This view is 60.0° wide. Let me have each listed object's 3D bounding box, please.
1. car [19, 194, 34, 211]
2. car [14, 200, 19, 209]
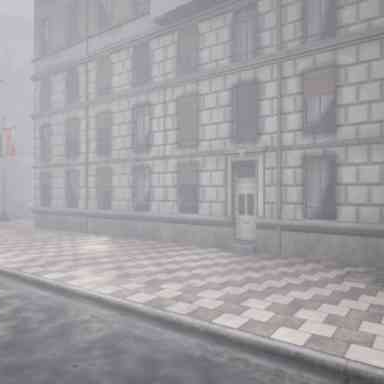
[{"bbox_3d":[-17.089,1.352,38.878,2.097,1.767,4.553,0,0,36],"label":"car"},{"bbox_3d":[-19.281,1.221,41.826,2.150,2.045,5.566,0,0,36],"label":"car"}]
